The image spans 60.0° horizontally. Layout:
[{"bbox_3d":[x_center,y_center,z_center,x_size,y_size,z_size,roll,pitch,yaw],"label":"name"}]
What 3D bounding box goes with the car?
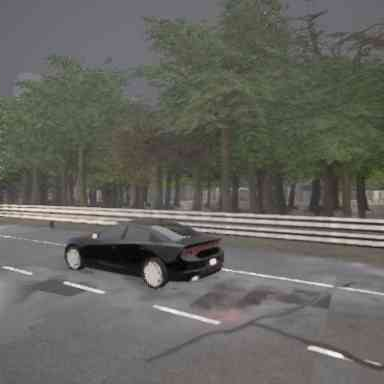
[{"bbox_3d":[-1.520,1.503,9.254,5.008,1.535,1.882,0,0,36],"label":"car"}]
